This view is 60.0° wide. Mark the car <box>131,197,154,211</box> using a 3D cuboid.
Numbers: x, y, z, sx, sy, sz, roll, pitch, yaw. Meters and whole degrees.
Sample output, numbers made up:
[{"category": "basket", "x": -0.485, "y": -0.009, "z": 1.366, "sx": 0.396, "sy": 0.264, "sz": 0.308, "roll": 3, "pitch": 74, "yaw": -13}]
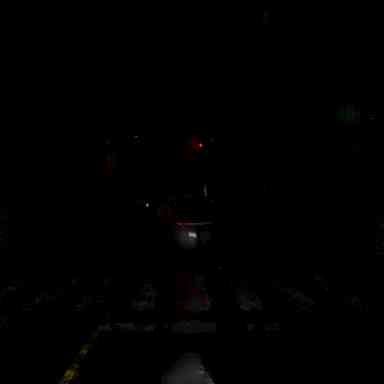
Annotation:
[{"category": "car", "x": -6.044, "y": 1.495, "z": 39.232, "sx": 2.008, "sy": 1.369, "sz": 4.403, "roll": 0, "pitch": 0, "yaw": -1}]

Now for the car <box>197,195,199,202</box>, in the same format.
[{"category": "car", "x": 2.295, "y": 1.476, "z": 55.657, "sx": 2.008, "sy": 1.369, "sz": 4.403, "roll": 0, "pitch": 0, "yaw": -1}]

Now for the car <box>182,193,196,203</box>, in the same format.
[{"category": "car", "x": -0.607, "y": 1.409, "z": 68.155, "sx": 2.128, "sy": 1.511, "sz": 4.902, "roll": 0, "pitch": 0, "yaw": -1}]

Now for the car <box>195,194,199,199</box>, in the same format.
[{"category": "car", "x": 2.183, "y": 1.466, "z": 65.529, "sx": 2.008, "sy": 1.369, "sz": 4.403, "roll": 0, "pitch": 0, "yaw": -1}]

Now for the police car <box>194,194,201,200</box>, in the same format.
[{"category": "police car", "x": 1.472, "y": 1.319, "z": 93.505, "sx": 1.930, "sy": 1.638, "sz": 5.238, "roll": 0, "pitch": 0, "yaw": -1}]

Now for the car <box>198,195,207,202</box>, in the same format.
[{"category": "car", "x": 2.121, "y": 1.436, "z": 70.987, "sx": 1.752, "sy": 1.417, "sz": 4.829, "roll": 0, "pitch": 0, "yaw": -1}]

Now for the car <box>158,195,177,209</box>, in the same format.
[{"category": "car", "x": -3.429, "y": 1.501, "z": 44.805, "sx": 1.994, "sy": 1.385, "sz": 4.181, "roll": 0, "pitch": 0, "yaw": 0}]

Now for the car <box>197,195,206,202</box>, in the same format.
[{"category": "car", "x": 2.063, "y": 1.472, "z": 76.107, "sx": 1.947, "sy": 1.339, "sz": 4.313, "roll": 0, "pitch": 0, "yaw": -1}]

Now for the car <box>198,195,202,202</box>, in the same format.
[{"category": "car", "x": 2.357, "y": 1.476, "z": 50.213, "sx": 1.887, "sy": 1.381, "sz": 4.507, "roll": 0, "pitch": 0, "yaw": -1}]

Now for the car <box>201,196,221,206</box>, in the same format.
[{"category": "car", "x": 2.480, "y": 1.495, "z": 39.325, "sx": 2.008, "sy": 1.369, "sz": 4.403, "roll": 0, "pitch": 0, "yaw": -1}]

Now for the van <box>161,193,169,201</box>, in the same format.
[{"category": "van", "x": -6.512, "y": 1.244, "z": 80.446, "sx": 1.690, "sy": 1.788, "sz": 3.998, "roll": 0, "pitch": 0, "yaw": -1}]

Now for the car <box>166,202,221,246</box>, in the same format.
[{"category": "car", "x": 0.015, "y": 1.453, "z": 15.115, "sx": 2.128, "sy": 1.511, "sz": 4.902, "roll": -1, "pitch": 0, "yaw": 0}]

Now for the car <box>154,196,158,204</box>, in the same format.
[{"category": "car", "x": -6.101, "y": 1.489, "z": 44.224, "sx": 2.008, "sy": 1.369, "sz": 4.403, "roll": 0, "pitch": 0, "yaw": -1}]

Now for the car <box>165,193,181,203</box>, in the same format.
[{"category": "car", "x": -3.566, "y": 1.398, "z": 60.475, "sx": 1.882, "sy": 1.535, "sz": 5.008, "roll": 0, "pitch": 1, "yaw": 0}]

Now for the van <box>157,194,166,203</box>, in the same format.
[{"category": "van", "x": -6.389, "y": 1.253, "z": 69.620, "sx": 1.690, "sy": 1.788, "sz": 3.998, "roll": 0, "pitch": 0, "yaw": -1}]
